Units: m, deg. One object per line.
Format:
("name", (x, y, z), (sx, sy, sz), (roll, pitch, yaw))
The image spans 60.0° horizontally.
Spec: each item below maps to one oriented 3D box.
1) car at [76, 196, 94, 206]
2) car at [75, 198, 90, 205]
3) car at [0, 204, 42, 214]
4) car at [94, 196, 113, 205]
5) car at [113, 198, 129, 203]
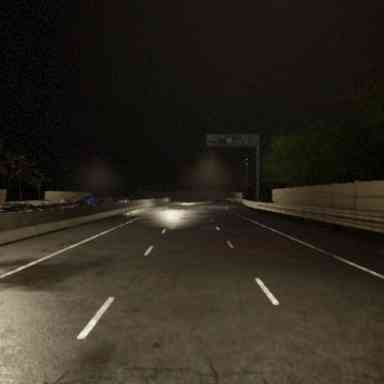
("car", (-21.016, 1.901, 67.281), (2.150, 2.045, 5.566), (0, -1, 0))
("car", (-23.879, 2.019, 72.669), (1.895, 1.301, 4.718), (0, -1, -3))
("car", (-14.103, 1.777, 27.486), (1.837, 1.490, 4.892), (0, -1, 0))
("car", (-17.516, 1.905, 67.699), (2.150, 2.045, 5.566), (0, -1, 0))
("car", (-14.016, 2.035, 67.758), (2.097, 1.767, 4.553), (0, -1, 0))
